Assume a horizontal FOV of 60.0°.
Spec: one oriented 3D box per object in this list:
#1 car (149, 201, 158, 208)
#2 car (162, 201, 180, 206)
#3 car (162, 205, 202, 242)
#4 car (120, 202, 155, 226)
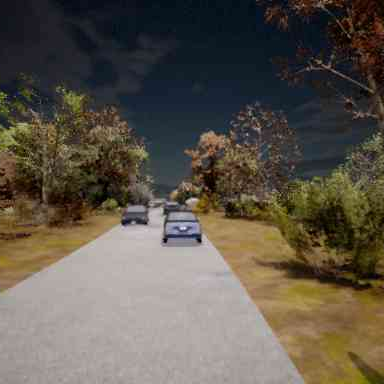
[{"bbox_3d":[-7.632,2.405,64.812,2.128,1.511,4.902,0,-2,-5],"label":"car"},{"bbox_3d":[-2.297,1.795,37.612,1.837,1.490,4.892,0,-1,-5],"label":"car"},{"bbox_3d":[-0.536,1.616,16.747,2.033,1.411,5.357,0,0,-4],"label":"car"},{"bbox_3d":[-4.081,1.674,24.655,2.033,1.411,5.357,0,-1,-5],"label":"car"}]
